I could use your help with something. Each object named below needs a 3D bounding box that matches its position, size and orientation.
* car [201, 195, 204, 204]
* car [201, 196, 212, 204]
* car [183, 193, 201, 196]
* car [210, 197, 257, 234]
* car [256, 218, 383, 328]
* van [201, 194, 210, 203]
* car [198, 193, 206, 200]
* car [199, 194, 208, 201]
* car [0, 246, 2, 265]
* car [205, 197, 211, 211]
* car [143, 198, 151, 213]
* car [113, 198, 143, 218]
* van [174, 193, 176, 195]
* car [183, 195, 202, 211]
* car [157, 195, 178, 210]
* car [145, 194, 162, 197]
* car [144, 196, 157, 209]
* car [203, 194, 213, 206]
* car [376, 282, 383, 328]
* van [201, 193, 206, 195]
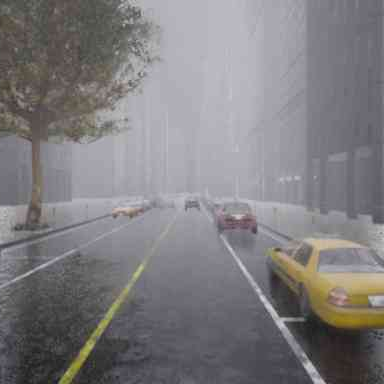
[{"bbox_3d":[2.762,1.521,52.315,2.008,1.369,4.403,0,0,0],"label":"car"},{"bbox_3d":[2.762,1.512,63.670,1.887,1.381,4.507,0,0,0],"label":"car"},{"bbox_3d":[0.001,1.322,53.606,2.097,1.767,4.553,0,0,0],"label":"car"},{"bbox_3d":[2.387,1.338,19.275,2.097,1.767,4.553,0,0,0],"label":"car"},{"bbox_3d":[2.762,1.519,7.064,1.752,1.417,4.829,0,0,0],"label":"car"},{"bbox_3d":[2.762,1.307,69.347,1.690,1.788,3.998,0,0,0],"label":"van"},{"bbox_3d":[2.762,1.281,92.058,2.192,1.841,5.009,0,0,0],"label":"car"},{"bbox_3d":[2.762,1.406,80.703,1.967,1.590,4.097,0,0,0],"label":"car"},{"bbox_3d":[-5.763,1.545,6.886,2.008,1.369,4.403,0,0,0],"label":"car"},{"bbox_3d":[2.762,1.528,35.282,2.008,1.369,4.403,0,0,0],"label":"car"},{"bbox_3d":[-5.763,1.559,35.274,1.802,1.307,4.206,0,0,0],"label":"car"},{"bbox_3d":[-5.763,1.505,29.426,1.752,1.417,4.829,0,0,0],"label":"car"},{"bbox_3d":[-5.763,1.306,86.370,1.690,1.788,3.998,0,0,0],"label":"van"},{"bbox_3d":[0.029,1.479,41.333,1.837,1.490,4.892,0,0,0],"label":"car"},{"bbox_3d":[-3.087,1.500,41.840,1.812,1.442,4.674,0,0,0],"label":"car"},{"bbox_3d":[-5.763,1.287,46.628,2.192,1.841,5.009,0,0,0],"label":"car"},{"bbox_3d":[-5.763,1.556,40.951,1.802,1.307,4.206,0,0,0],"label":"car"},{"bbox_3d":[2.762,1.415,40.959,1.967,1.590,4.097,0,0,0],"label":"car"},{"bbox_3d":[2.762,1.581,1.216,1.802,1.307,4.206,0,0,0],"label":"car"},{"bbox_3d":[2.762,1.310,57.993,1.690,1.788,3.998,0,0,0],"label":"van"}]
